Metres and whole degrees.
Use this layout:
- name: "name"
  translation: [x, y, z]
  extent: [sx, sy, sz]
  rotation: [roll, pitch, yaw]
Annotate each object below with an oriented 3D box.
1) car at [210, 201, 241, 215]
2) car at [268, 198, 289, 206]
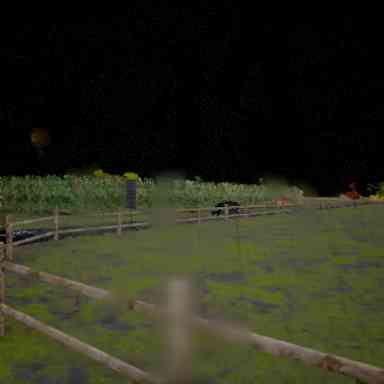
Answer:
- name: "car"
  translation: [3.835, 1.819, 37.582]
  extent: [1.837, 1.490, 4.892]
  rotation: [-1, -1, 36]
- name: "car"
  translation: [13.209, 1.522, 50.503]
  extent: [2.097, 1.767, 4.553]
  rotation: [-1, -1, 36]
